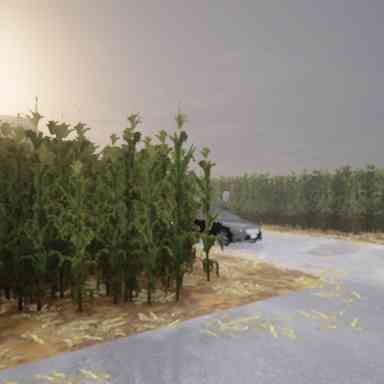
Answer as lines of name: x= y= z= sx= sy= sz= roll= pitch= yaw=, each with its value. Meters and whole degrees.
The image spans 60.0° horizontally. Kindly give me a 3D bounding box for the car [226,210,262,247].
car: x=1.171 y=1.591 z=15.903 sx=2.128 sy=1.511 sz=4.902 roll=0 pitch=0 yaw=-35
